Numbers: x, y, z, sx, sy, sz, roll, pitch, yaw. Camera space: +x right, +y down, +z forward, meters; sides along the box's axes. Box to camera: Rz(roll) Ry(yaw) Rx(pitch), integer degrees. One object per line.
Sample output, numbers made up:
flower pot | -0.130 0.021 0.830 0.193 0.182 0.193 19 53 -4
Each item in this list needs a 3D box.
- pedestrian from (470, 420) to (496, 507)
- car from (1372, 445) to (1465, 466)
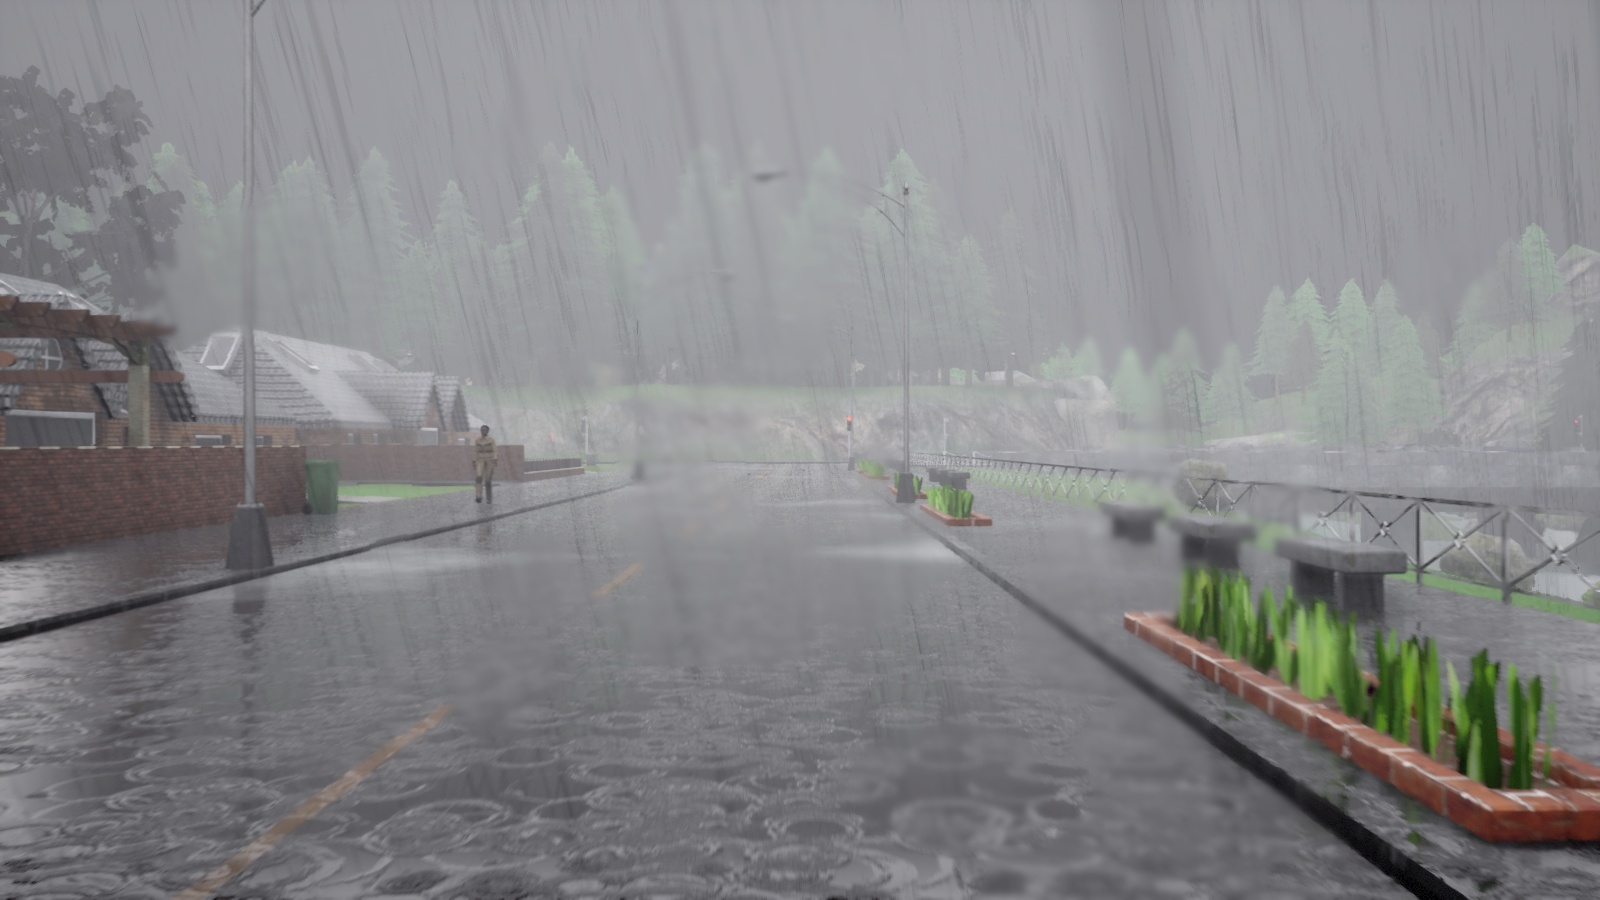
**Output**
pedestrian | -7.122 0.292 28.224 0.396 1.930 0.692 0 0 1
car | 41.947 0.347 85.238 5.357 1.411 2.033 0 0 0
